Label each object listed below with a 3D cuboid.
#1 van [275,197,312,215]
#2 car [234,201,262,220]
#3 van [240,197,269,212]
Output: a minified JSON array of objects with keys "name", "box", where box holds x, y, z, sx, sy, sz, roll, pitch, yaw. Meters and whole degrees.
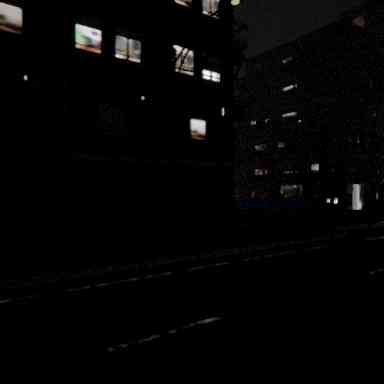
[{"name":"van","box":[10.624,1.444,35.063,1.690,1.788,3.998,-2,0,-36]},{"name":"car","box":[3.886,1.762,30.147,1.802,1.307,4.206,-2,0,-36]},{"name":"van","box":[7.310,1.518,39.579,1.690,1.788,3.998,-2,0,-36]}]
